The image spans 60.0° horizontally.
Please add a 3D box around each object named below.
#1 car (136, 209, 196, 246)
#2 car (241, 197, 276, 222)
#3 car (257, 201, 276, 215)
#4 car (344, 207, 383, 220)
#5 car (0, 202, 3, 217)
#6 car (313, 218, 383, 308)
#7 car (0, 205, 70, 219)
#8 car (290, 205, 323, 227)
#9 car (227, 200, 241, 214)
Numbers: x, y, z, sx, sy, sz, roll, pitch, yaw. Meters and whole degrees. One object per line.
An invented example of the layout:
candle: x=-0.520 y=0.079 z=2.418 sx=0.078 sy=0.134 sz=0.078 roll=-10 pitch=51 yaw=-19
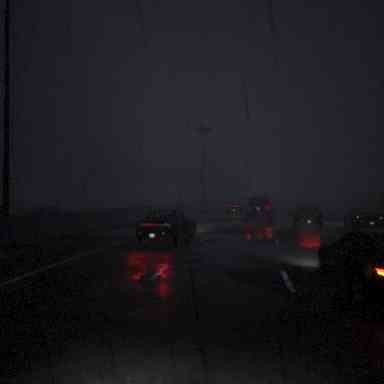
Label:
car: x=-1.078 y=1.577 z=15.962 sx=2.128 sy=1.511 sz=4.902 roll=0 pitch=0 yaw=13
car: x=5.809 y=1.407 z=28.251 sx=2.150 sy=2.045 sz=5.566 roll=0 pitch=0 yaw=15
car: x=8.673 y=1.819 z=38.517 sx=1.994 sy=1.385 sz=4.181 roll=0 pitch=0 yaw=16
car: x=11.363 y=1.701 z=22.062 sx=1.812 sy=1.442 sz=4.674 roll=0 pitch=-1 yaw=15
car: x=-19.547 y=1.628 z=29.079 sx=2.033 sy=1.411 sz=5.357 roll=0 pitch=0 yaw=16
car: x=4.367 y=1.590 z=7.794 sx=1.812 sy=1.442 sz=4.674 roll=0 pitch=-1 yaw=8
car: x=-10.409 y=1.685 z=22.788 sx=1.895 sy=1.301 sz=4.718 roll=0 pitch=0 yaw=16
car: x=8.240 y=1.676 z=23.899 sx=1.837 sy=1.490 sz=4.892 roll=0 pitch=0 yaw=15
car: x=5.314 y=1.753 z=39.506 sx=1.837 sy=1.490 sz=4.892 roll=0 pitch=0 yaw=16
